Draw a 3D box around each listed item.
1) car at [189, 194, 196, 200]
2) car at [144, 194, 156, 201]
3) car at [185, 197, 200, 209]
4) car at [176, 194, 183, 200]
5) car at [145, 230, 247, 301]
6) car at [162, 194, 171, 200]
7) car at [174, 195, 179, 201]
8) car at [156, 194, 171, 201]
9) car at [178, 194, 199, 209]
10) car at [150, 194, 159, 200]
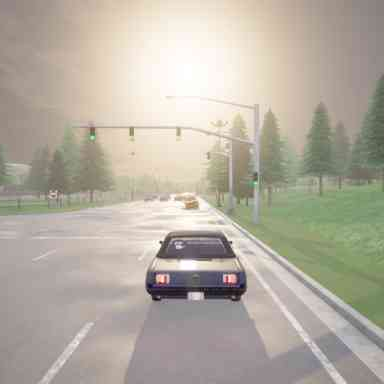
[{"bbox_3d":[0.176,1.372,90.964,2.033,1.411,5.357,0,0,0],"label":"car"},{"bbox_3d":[-10.344,1.531,80.564,2.033,1.411,5.357,0,0,0],"label":"car"},{"bbox_3d":[0.093,1.591,49.921,2.033,1.411,5.357,0,2,0],"label":"car"},{"bbox_3d":[-3.324,1.356,90.971,1.812,1.442,4.674,0,0,0],"label":"car"},{"bbox_3d":[0.095,1.601,8.256,1.895,1.301,4.718,0,0,0],"label":"car"},{"bbox_3d":[-6.824,1.372,90.977,2.033,1.411,5.357,0,0,0],"label":"car"},{"bbox_3d":[-3.343,1.544,80.967,1.994,1.385,4.181,0,0,0],"label":"car"},{"bbox_3d":[-6.844,1.531,80.557,2.033,1.411,5.357,0,0,0],"label":"car"},{"bbox_3d":[-0.318,1.058,46.536,1.882,1.535,5.008,-11,16,-6],"label":"car"},{"bbox_3d":[-10.324,1.332,90.984,1.837,1.490,4.892,0,0,0],"label":"car"}]
